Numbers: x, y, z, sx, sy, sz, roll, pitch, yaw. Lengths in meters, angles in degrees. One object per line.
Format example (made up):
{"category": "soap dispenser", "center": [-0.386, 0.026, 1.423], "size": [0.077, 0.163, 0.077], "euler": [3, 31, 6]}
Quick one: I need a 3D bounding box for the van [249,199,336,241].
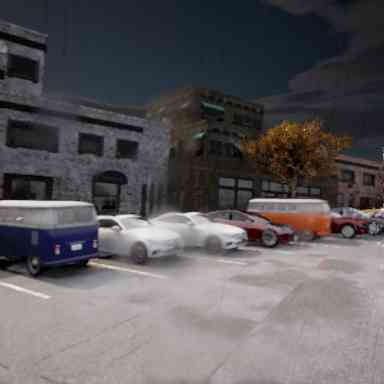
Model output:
{"category": "van", "center": [4.670, 1.349, 17.025], "size": [4.442, 1.987, 1.878], "euler": [-1, -1, 35]}

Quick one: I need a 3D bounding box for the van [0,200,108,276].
{"category": "van", "center": [-4.898, 1.253, 10.235], "size": [4.442, 1.987, 1.878], "euler": [-1, -1, 35]}

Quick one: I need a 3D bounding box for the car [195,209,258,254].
{"category": "car", "center": [-0.015, 1.546, 13.574], "size": [4.674, 1.452, 2.002], "euler": [-1, -1, 35]}

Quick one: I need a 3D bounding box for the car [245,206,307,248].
{"category": "car", "center": [2.397, 1.560, 15.245], "size": [4.792, 1.488, 2.163], "euler": [-1, -1, 35]}

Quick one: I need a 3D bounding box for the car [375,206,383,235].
{"category": "car", "center": [9.546, 1.718, 20.335], "size": [4.892, 1.521, 2.231], "euler": [0, -2, 35]}

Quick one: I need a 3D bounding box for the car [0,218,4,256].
{"category": "car", "center": [-7.194, 1.472, 8.470], "size": [5.008, 1.535, 2.097], "euler": [-1, -1, 35]}

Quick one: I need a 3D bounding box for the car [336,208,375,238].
{"category": "car", "center": [7.153, 1.635, 18.650], "size": [5.008, 1.535, 2.097], "euler": [0, -2, 35]}

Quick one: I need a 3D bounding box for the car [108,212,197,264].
{"category": "car", "center": [-2.411, 1.529, 11.872], "size": [4.674, 1.452, 2.002], "euler": [-1, -1, 35]}
